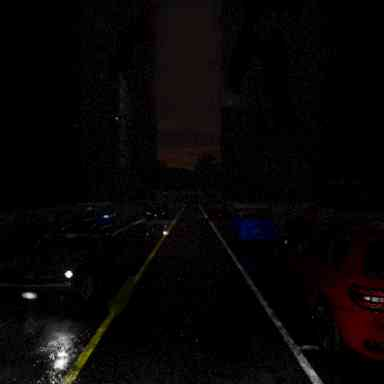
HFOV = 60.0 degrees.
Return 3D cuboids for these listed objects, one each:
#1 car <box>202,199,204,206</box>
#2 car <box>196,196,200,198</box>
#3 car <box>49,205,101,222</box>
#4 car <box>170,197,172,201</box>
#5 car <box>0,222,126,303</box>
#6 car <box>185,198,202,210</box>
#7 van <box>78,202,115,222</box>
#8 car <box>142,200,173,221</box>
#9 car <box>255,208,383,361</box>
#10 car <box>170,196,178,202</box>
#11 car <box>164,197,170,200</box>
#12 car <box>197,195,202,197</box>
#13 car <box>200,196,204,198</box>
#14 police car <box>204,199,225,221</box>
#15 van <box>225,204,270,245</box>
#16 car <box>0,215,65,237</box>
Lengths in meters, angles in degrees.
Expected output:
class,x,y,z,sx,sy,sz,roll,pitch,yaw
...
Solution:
class,x,y,z,sx,sy,sz,roll,pitch,yaw
car,2.767,1.965,46.648,1.947,1.339,4.313,-1,0,0
car,0.022,2.026,62.792,1.837,1.490,4.892,0,-1,0
car,-5.770,1.573,14.981,1.967,1.590,4.097,-1,-1,0
car,-5.751,2.117,67.463,1.947,1.339,4.313,-1,0,0
car,-3.067,1.677,8.518,1.895,1.301,4.718,0,-1,0
car,0.018,1.991,50.188,1.994,1.385,4.181,0,0,0
van,-5.770,1.516,19.868,1.690,1.788,3.998,-1,0,0
car,-3.088,1.773,30.655,1.837,1.490,4.892,0,-1,0
car,2.776,1.370,6.002,2.192,1.841,5.009,-1,-1,0
car,-5.741,2.301,94.432,1.802,1.307,4.206,-1,0,0
car,-5.753,2.065,62.084,2.008,1.369,4.403,-1,0,0
car,2.784,2.246,94.608,1.752,1.417,4.829,-1,0,0
car,2.773,2.043,62.426,1.752,1.417,4.829,-1,0,0
police car,2.375,1.688,30.064,1.930,1.638,5.238,0,0,0
van,2.792,1.485,16.176,1.690,1.788,3.998,-1,0,0
car,-5.770,1.635,10.095,1.887,1.381,4.507,-1,-1,0
